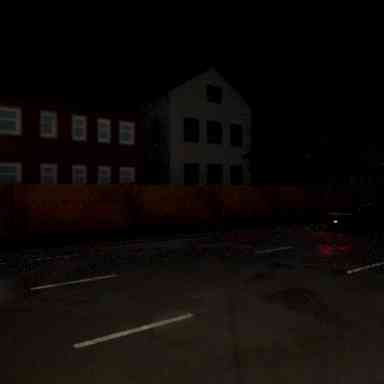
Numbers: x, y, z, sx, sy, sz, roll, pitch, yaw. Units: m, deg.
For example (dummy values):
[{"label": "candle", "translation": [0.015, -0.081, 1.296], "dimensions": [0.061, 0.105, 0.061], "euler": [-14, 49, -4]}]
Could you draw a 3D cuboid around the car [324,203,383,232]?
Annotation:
[{"label": "car", "translation": [9.689, 1.366, 19.263], "dimensions": [4.902, 1.511, 2.128], "euler": [-1, 0, -35]}]
